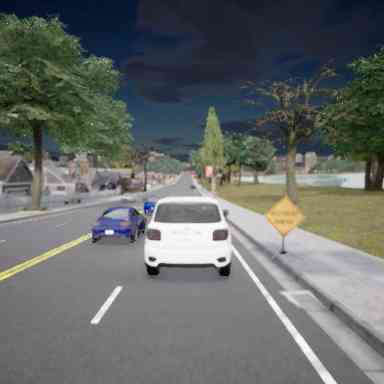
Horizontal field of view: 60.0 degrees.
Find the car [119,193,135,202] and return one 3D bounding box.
[{"bbox_3d":[-10.084,0.916,52.047,1.812,1.442,4.674,0,1,0],"label":"car"}]

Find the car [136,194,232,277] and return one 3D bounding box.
[{"bbox_3d":[-0.023,1.137,10.193,2.150,2.045,5.566,0,0,2],"label":"car"}]

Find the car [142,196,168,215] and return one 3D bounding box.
[{"bbox_3d":[-3.325,1.204,30.997,1.882,1.535,5.008,0,1,0],"label":"car"}]

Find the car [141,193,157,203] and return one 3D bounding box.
[{"bbox_3d":[-6.835,0.938,52.898,1.994,1.385,4.181,0,1,0],"label":"car"}]

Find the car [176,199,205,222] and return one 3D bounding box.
[{"bbox_3d":[-0.079,1.326,25.828,2.033,1.411,5.357,0,1,0],"label":"car"}]

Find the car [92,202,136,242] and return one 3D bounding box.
[{"bbox_3d":[-3.248,1.398,15.378,1.812,1.442,4.674,0,0,0],"label":"car"}]

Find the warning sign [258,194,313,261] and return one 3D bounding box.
[{"bbox_3d":[2.841,1.035,10.255,1.300,1.860,1.060,2,3,0],"label":"warning sign"}]
